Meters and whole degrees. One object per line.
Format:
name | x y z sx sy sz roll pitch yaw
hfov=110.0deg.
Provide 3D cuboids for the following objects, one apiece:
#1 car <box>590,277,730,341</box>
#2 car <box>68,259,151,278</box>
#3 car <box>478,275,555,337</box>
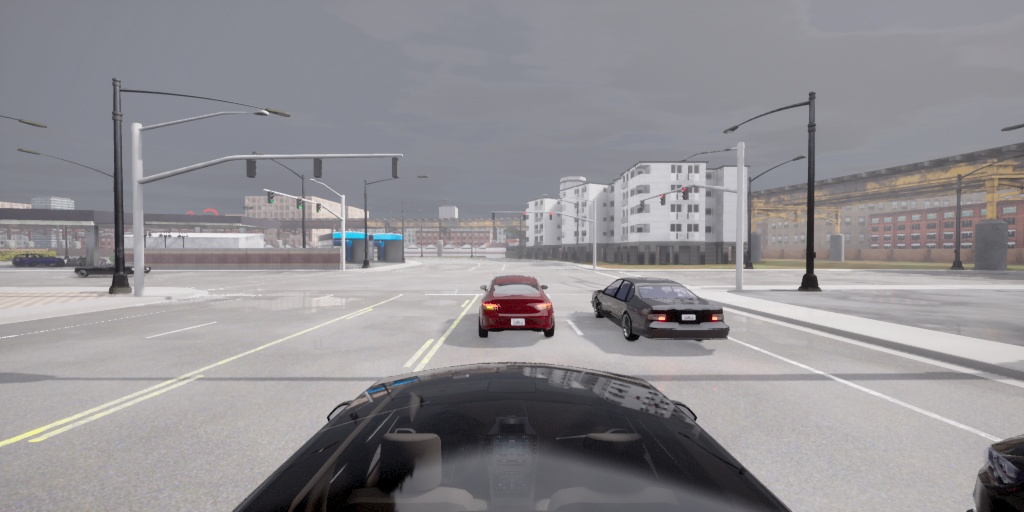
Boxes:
car | 3.582 1.282 9.790 2.033 1.411 5.357 0 0 0
car | -33.698 1.135 30.268 4.718 1.301 1.895 0 1 -1
car | 0.071 1.256 10.074 1.812 1.442 4.674 0 0 -1
